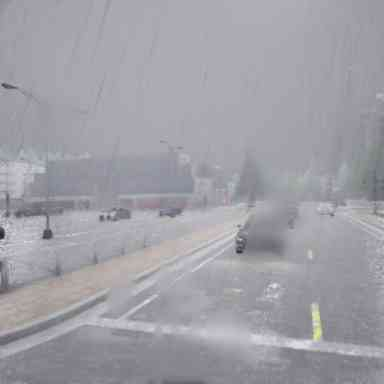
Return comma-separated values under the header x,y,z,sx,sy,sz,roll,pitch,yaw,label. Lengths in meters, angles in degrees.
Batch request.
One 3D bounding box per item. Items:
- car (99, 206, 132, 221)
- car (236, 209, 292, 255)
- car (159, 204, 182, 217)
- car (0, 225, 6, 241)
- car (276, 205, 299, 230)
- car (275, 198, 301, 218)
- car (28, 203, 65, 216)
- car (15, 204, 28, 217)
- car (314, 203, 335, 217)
x,y,z,sx,sy,sz,roll,pitch,yaw,label
-7.904,2.223,34.400,1.970,1.475,3.806,-2,-1,19,car
3.161,1.727,14.452,1.837,1.490,4.892,-2,-1,19,car
-2.631,2.218,40.412,1.845,1.501,3.633,-2,-1,19,car
-11.260,1.891,15.852,2.007,1.523,4.514,-2,-1,19,car
6.378,1.901,23.865,1.994,1.385,4.181,-2,-1,19,car
9.735,1.673,33.622,2.150,2.045,5.566,-2,-1,19,car
-20.118,2.429,46.706,1.932,1.855,4.605,-2,-1,19,car
-22.996,2.480,47.280,1.905,1.878,3.866,-2,-1,19,car
14.489,1.935,36.408,1.812,1.442,4.674,-2,-1,20,car
